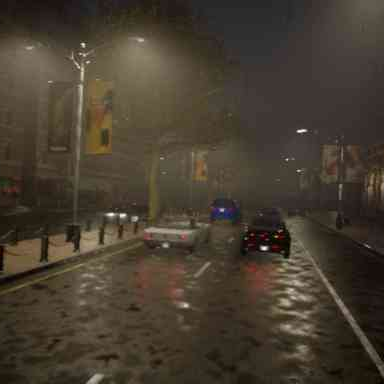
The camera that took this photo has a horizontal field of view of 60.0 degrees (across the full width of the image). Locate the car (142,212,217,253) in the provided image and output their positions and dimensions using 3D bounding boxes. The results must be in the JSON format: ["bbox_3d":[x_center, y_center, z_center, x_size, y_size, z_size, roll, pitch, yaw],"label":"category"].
[{"bbox_3d":[-0.410,1.694,14.259,1.895,1.301,4.718,2,0,14],"label":"car"}]

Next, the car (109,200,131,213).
[{"bbox_3d":[-7.181,1.531,35.680,1.994,1.385,4.181,2,-1,14],"label":"car"}]

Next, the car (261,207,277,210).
[{"bbox_3d":[6.806,2.050,29.299,1.812,1.442,4.674,2,0,14],"label":"car"}]

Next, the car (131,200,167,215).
[{"bbox_3d":[-4.022,1.567,33.871,1.882,1.535,5.008,2,-1,14],"label":"car"}]

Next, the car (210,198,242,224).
[{"bbox_3d":[2.986,1.574,28.400,2.150,2.045,5.566,2,0,14],"label":"car"}]

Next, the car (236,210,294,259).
[{"bbox_3d":[3.151,1.753,14.068,1.837,1.490,4.892,2,0,14],"label":"car"}]

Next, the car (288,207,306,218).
[{"bbox_3d":[12.939,2.480,41.198,1.895,1.301,4.718,2,0,13],"label":"car"}]
